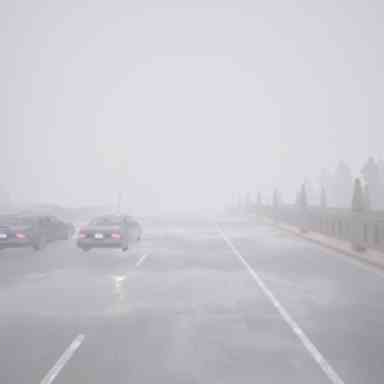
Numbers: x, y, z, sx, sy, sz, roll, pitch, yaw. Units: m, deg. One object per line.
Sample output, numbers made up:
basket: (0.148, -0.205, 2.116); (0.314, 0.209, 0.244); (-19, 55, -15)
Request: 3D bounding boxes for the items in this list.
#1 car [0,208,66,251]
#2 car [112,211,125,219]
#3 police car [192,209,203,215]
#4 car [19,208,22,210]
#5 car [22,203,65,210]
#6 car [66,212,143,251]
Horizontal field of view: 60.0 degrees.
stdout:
car: (-6.901, 1.672, 14.671); (2.033, 1.411, 5.357); (0, 0, 0)
car: (-17.505, 5.576, 79.049); (2.097, 1.767, 4.553); (0, -6, 0)
police car: (1.046, 4.198, 64.689); (1.930, 1.638, 5.238); (0, -6, 0)
car: (-17.592, 1.953, 37.265); (1.812, 1.442, 4.674); (0, -2, 0)
car: (-14.100, 1.843, 32.664); (2.033, 1.411, 5.357); (0, -1, 0)
car: (-3.401, 1.672, 14.625); (2.033, 1.411, 5.357); (0, 0, 0)
